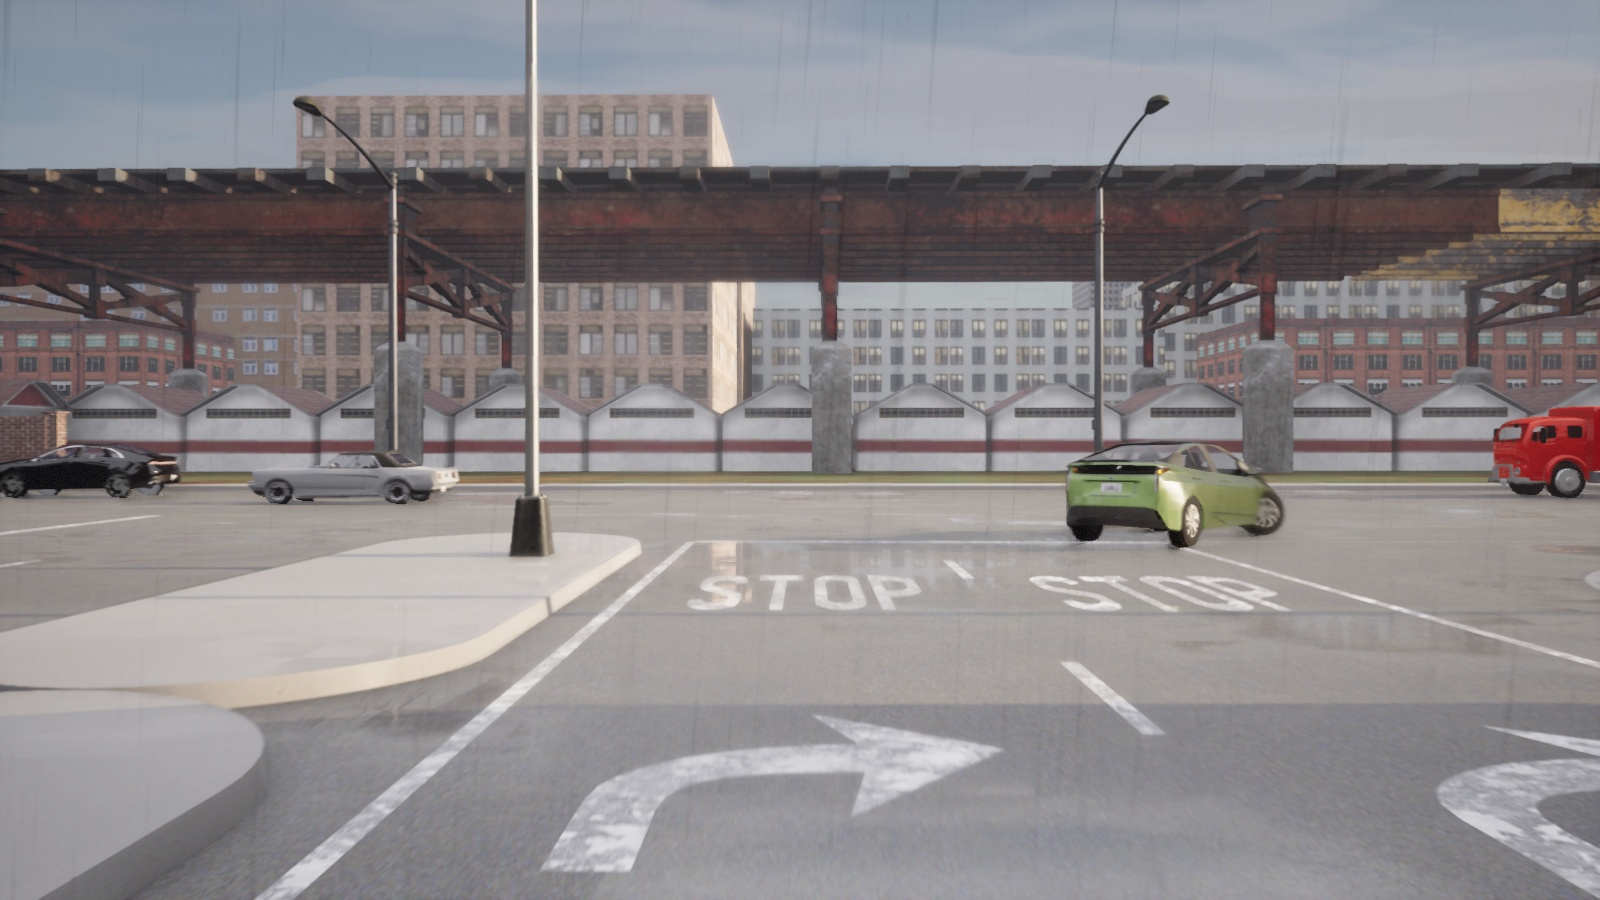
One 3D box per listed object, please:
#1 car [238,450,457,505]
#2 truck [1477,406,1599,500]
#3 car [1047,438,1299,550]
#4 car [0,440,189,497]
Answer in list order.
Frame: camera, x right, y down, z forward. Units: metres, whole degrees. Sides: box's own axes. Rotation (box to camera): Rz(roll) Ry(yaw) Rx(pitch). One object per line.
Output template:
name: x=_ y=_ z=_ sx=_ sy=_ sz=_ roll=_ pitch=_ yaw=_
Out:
car: x=-11.109 y=0.663 z=31.065 sx=4.718 sy=1.301 sz=1.895 roll=0 pitch=0 yaw=1
truck: x=21.766 y=0.084 z=34.249 sx=5.204 sy=2.467 sz=2.627 roll=0 pitch=0 yaw=1
car: x=5.846 y=0.589 z=19.339 sx=2.007 sy=1.525 sz=4.514 roll=0 pitch=0 yaw=41
car: x=-19.835 y=0.491 z=34.647 sx=4.902 sy=1.511 sz=2.128 roll=0 pitch=0 yaw=1
